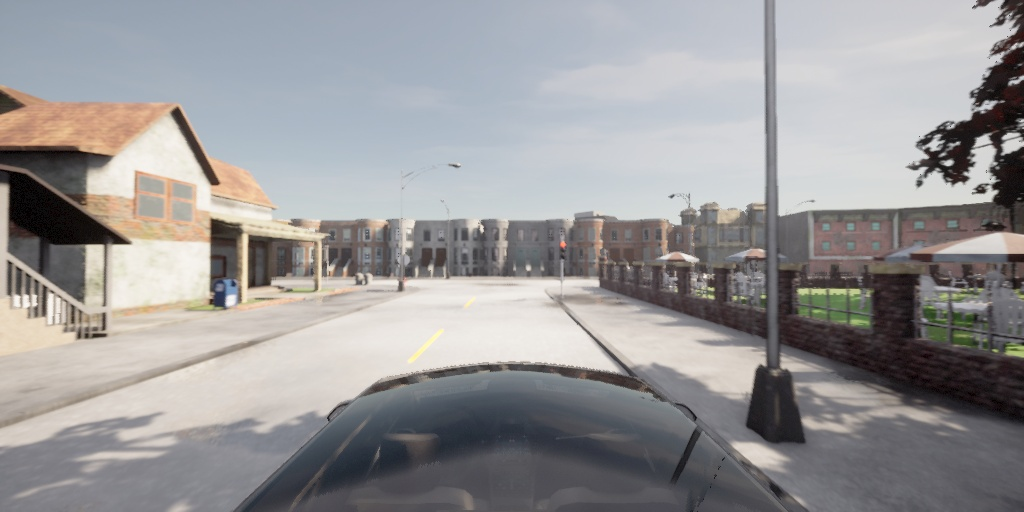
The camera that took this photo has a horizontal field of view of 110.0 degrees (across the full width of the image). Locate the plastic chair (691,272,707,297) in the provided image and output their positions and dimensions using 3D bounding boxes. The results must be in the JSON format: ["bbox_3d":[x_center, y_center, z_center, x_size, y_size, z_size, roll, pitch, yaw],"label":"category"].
[{"bbox_3d":[10.420,1.585,20.027,0.750,1.272,0.730,0,0,-40],"label":"plastic chair"}]

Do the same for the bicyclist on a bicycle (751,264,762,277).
[{"bbox_3d":[18.209,1.428,26.823,0.582,1.620,1.656,0,-1,0],"label":"bicyclist on a bicycle"}]

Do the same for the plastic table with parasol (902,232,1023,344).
[{"bbox_3d":[9.973,0.760,7.356,2.482,2.480,2.482,0,0,-40],"label":"plastic table with parasol"}]

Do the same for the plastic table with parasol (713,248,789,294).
[{"bbox_3d":[10.686,0.894,15.796,2.482,2.480,2.482,0,0,-40],"label":"plastic table with parasol"}]

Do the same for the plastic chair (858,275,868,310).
[{"bbox_3d":[13.939,1.451,13.869,0.750,1.272,0.730,0,0,-40],"label":"plastic chair"}]

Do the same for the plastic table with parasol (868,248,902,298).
[{"bbox_3d":[14.672,0.823,12.829,2.482,2.480,2.482,0,0,-42],"label":"plastic table with parasol"}]

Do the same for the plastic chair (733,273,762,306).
[{"bbox_3d":[9.712,1.486,14.895,0.730,1.272,0.750,0,0,-35],"label":"plastic chair"}]

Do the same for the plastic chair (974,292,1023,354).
[{"bbox_3d":[8.999,1.380,6.456,0.730,1.272,0.750,0,0,-35],"label":"plastic chair"}]

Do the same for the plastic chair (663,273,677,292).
[{"bbox_3d":[8.714,1.587,20.124,0.730,1.272,0.750,0,0,-35],"label":"plastic chair"}]

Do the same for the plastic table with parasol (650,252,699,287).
[{"bbox_3d":[9.687,0.996,21.026,2.482,2.480,2.482,0,0,-40],"label":"plastic table with parasol"}]

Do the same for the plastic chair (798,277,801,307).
[{"bbox_3d":[11.418,1.478,14.798,0.750,1.272,0.730,0,0,-40],"label":"plastic chair"}]
